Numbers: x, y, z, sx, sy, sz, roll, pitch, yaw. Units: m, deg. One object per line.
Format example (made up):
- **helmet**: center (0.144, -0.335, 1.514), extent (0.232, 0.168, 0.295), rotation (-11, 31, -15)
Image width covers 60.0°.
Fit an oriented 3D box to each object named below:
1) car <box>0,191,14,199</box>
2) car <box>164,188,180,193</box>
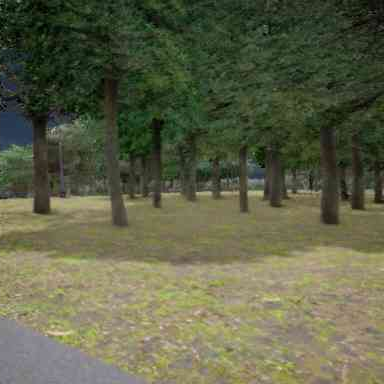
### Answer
- **car**: center (-31.822, 0.630, 54.283), extent (2.128, 1.511, 4.902), rotation (-3, 0, 34)
- **car**: center (-5.485, -0.287, 92.771), extent (2.033, 1.411, 5.357), rotation (-3, 0, 34)
